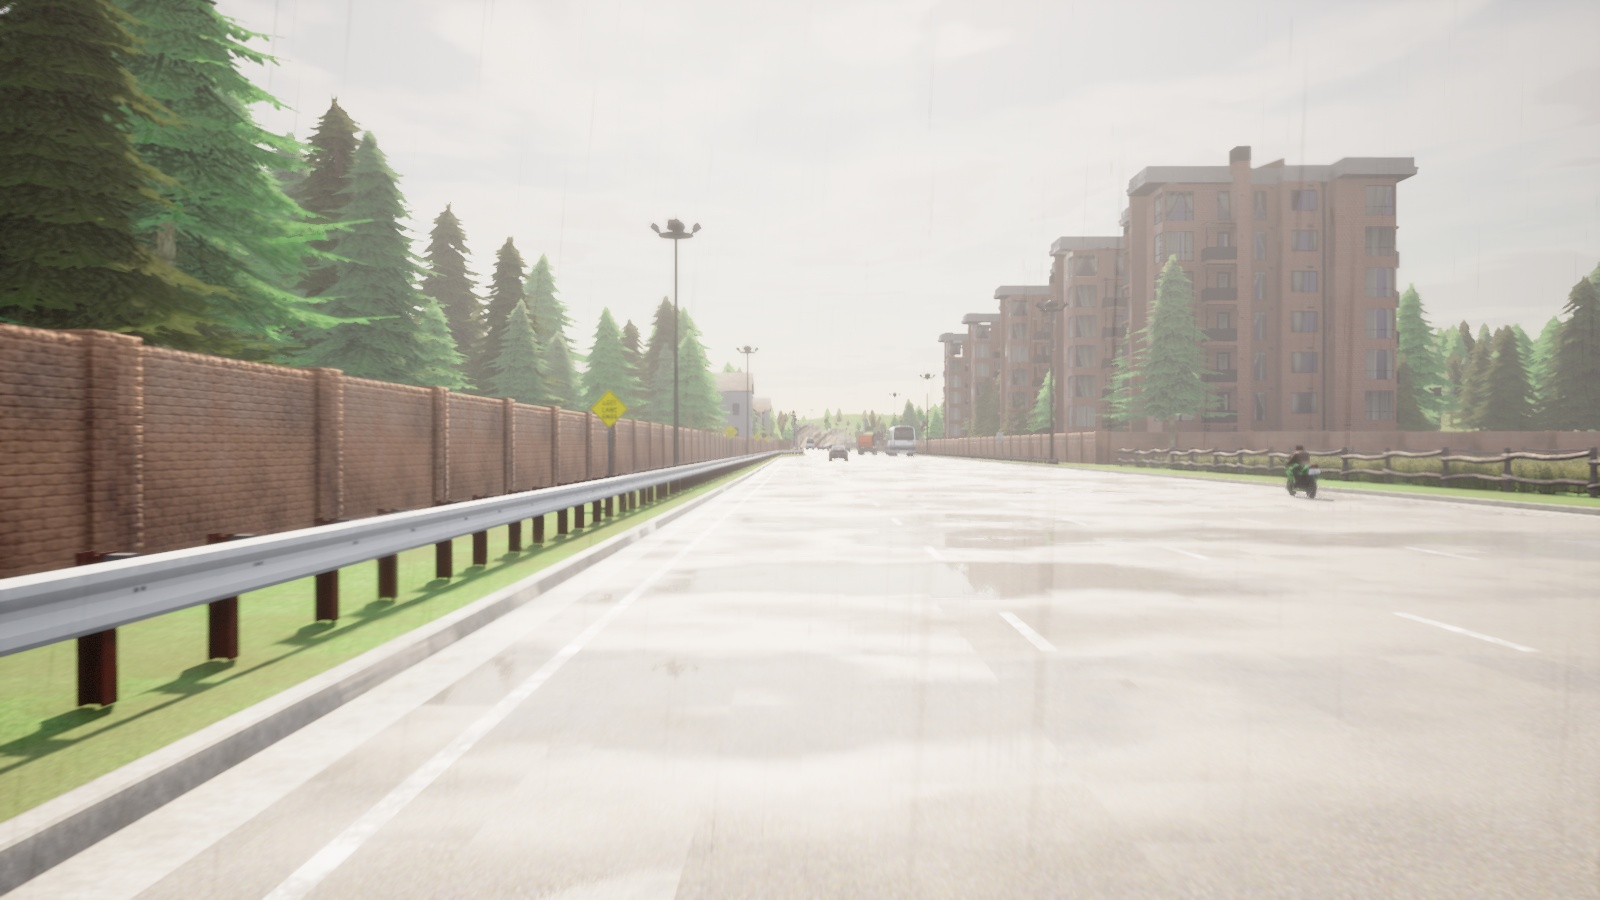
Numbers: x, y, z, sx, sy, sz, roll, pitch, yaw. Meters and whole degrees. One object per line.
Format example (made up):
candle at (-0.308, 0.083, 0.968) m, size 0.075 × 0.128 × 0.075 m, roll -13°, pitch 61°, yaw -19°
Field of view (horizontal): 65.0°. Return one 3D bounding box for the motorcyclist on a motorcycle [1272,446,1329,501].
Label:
motorcyclist on a motorcycle at (14.220, 0.638, 35.749) m, size 0.797 × 1.523 × 2.044 m, roll 0°, pitch 0°, yaw 0°
